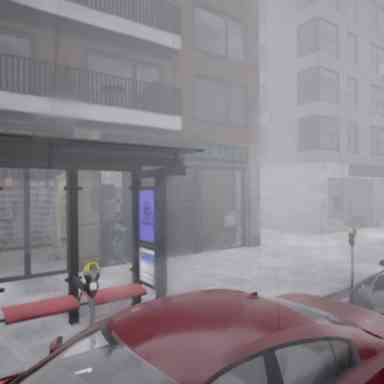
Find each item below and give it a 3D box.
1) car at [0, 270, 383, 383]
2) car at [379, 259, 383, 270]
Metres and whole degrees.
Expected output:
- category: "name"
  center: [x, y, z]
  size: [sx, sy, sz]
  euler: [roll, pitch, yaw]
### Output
- category: "car"
  center: [-0.097, 1.532, 2.336]
  size: [4.507, 1.381, 1.887]
  euler: [-1, 1, -35]
- category: "car"
  center: [4.414, 1.492, 5.525]
  size: [4.313, 1.339, 1.947]
  euler: [-1, 1, -35]
